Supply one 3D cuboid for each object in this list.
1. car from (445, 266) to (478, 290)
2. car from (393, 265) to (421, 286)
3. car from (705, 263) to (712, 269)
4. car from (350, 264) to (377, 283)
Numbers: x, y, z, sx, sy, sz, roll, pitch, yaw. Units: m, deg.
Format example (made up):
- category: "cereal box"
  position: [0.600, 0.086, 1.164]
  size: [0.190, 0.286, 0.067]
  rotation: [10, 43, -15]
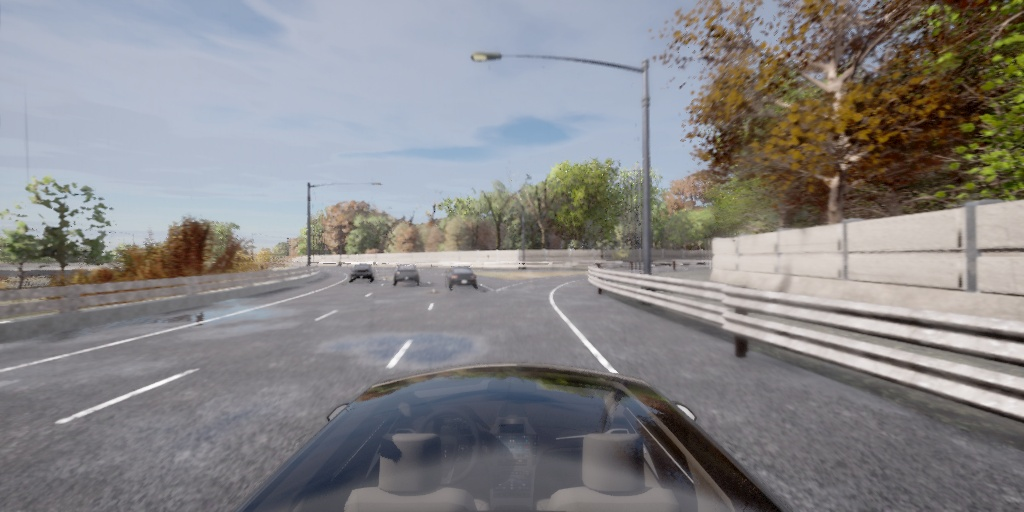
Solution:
- category: "car"
  position: [-3.414, 1.392, 23.721]
  size: [1.812, 1.442, 4.674]
  rotation: [0, 0, -14]
- category: "car"
  position: [-8.096, 1.407, 27.598]
  size: [2.128, 1.511, 4.902]
  rotation: [0, 0, -17]
- category: "car"
  position: [31.857, 1.227, 54.969]
  size: [5.008, 1.535, 1.882]
  rotation: [0, 0, -23]
- category: "car"
  position: [-12.917, 1.469, 31.167]
  size: [1.837, 1.490, 4.892]
  rotation: [0, -1, -19]
